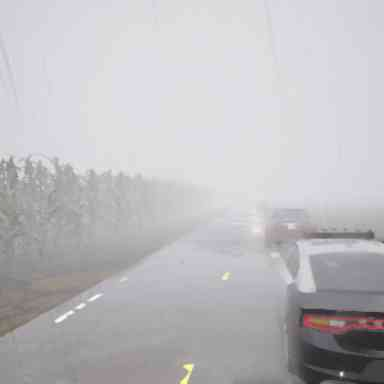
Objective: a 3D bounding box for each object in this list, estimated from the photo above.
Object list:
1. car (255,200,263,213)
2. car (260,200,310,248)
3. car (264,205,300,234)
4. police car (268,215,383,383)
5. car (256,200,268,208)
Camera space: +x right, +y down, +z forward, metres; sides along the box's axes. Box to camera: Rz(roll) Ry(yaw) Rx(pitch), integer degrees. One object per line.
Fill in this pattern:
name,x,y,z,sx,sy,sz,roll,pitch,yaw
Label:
car,9.167,1.934,42.846,2.033,1.411,5.357,-2,-1,13
car,4.366,1.435,15.236,2.097,1.767,4.553,-2,-1,11
car,5.570,1.643,21.143,1.837,1.490,4.892,-2,-1,11
police car,2.407,1.432,5.570,1.930,1.638,5.238,-2,-1,11
car,12.535,2.140,59.592,1.994,1.385,4.181,-2,-1,11
